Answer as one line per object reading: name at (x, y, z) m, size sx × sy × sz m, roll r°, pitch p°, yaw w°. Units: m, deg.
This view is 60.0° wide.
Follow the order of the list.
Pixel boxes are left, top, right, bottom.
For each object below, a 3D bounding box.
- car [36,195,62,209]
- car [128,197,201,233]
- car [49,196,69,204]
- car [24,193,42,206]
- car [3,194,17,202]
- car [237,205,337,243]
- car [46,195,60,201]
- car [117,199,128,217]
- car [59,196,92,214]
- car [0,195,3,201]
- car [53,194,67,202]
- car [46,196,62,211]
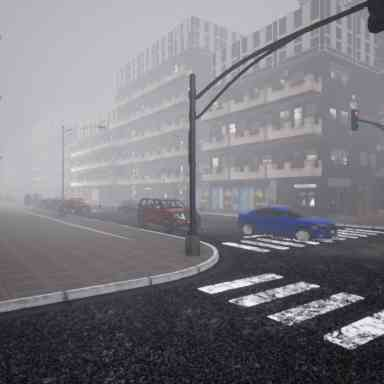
car at (-18.171, 1.436, 42.619) m, size 1.947 × 1.339 × 4.313 m, roll 0°, pitch 0°, yaw -36°
car at (-1.556, 1.264, 19.679) m, size 2.192 × 1.841 × 5.009 m, roll 0°, pitch 0°, yaw -36°
car at (-24.517, 1.383, 61.265) m, size 2.033 × 1.411 × 5.357 m, roll 0°, pitch 0°, yaw -37°
car at (-24.815, 1.162, 51.793) m, size 2.192 × 1.841 × 5.009 m, roll 0°, pitch 0°, yaw -36°
car at (-38.107, 1.412, 70.144) m, size 1.802 × 1.307 × 4.206 m, roll 0°, pitch 0°, yaw -36°
car at (4.498, 1.452, 16.409) m, size 1.882 × 1.535 × 5.008 m, roll 0°, pitch 1°, yaw -41°
car at (-31.318, 1.379, 75.058) m, size 2.008 × 1.369 × 4.403 m, roll 0°, pitch 0°, yaw -36°
car at (-4.626, 1.522, 28.329) m, size 1.895 × 1.301 × 4.718 m, roll 0°, pitch 0°, yaw -36°
car at (-11.524, 1.444, 33.442) m, size 1.887 × 1.381 × 4.507 m, roll 0°, pitch 0°, yaw -36°
car at (-41.430, 1.269, 74.730) m, size 1.967 × 1.590 × 4.097 m, roll 0°, pitch 0°, yaw -36°
car at (-27.996, 1.269, 70.472) m, size 1.967 × 1.590 × 4.097 m, roll 0°, pitch 0°, yaw -36°
car at (-14.848, 1.451, 38.030) m, size 1.947 × 1.339 × 4.313 m, roll 0°, pitch 0°, yaw -36°
